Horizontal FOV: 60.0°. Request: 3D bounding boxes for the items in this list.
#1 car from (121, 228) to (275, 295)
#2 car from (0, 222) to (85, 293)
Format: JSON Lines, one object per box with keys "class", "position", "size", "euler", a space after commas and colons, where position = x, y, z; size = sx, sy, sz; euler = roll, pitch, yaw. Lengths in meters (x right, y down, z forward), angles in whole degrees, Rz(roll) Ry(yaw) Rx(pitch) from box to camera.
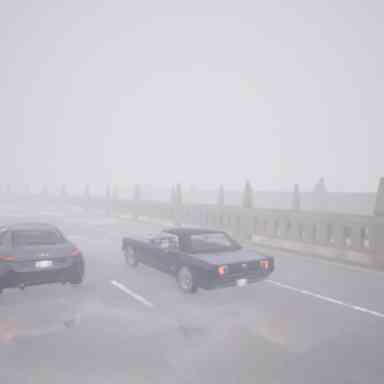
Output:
{"class": "car", "position": [-0.186, 1.615, 8.952], "size": [1.895, 1.301, 4.718], "euler": [2, 0, -35]}
{"class": "car", "position": [-4.289, 1.470, 8.711], "size": [1.994, 1.385, 4.181], "euler": [2, 0, -35]}
